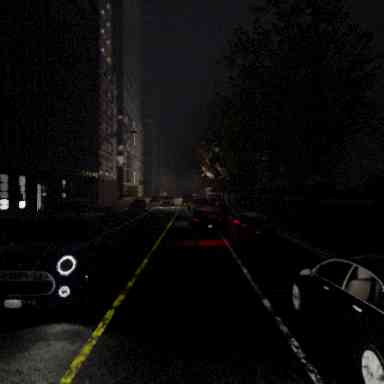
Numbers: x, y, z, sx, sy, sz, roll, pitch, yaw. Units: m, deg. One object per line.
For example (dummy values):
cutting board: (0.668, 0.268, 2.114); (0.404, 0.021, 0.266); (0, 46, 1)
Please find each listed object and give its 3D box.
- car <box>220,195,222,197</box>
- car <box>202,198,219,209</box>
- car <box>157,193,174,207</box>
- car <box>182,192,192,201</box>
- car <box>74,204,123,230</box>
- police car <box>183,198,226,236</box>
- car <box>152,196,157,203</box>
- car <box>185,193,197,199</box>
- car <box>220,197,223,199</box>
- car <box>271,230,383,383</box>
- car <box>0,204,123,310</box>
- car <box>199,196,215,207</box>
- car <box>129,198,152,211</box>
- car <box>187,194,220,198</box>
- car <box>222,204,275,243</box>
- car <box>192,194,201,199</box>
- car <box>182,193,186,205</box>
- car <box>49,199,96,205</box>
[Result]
car: (2.503, 1.200, 38.055); (2.192, 1.841, 5.009); (0, 0, -2)
car: (2.354, 1.440, 43.615); (1.802, 1.307, 4.206); (0, 0, -2)
car: (-3.547, 1.311, 48.187); (1.882, 1.535, 5.008); (0, 0, -1)
car: (-1.021, 0.919, 69.355); (2.097, 1.767, 4.553); (0, 0, -2)
car: (-5.832, 1.517, 21.340); (1.947, 1.339, 4.313); (0, 0, 0)
police car: (0.729, 1.386, 18.176); (1.930, 1.638, 5.238); (0, 0, -3)
car: (-6.615, 1.352, 60.325); (1.802, 1.307, 4.206); (0, 0, -2)
car: (0.666, 1.254, 34.152); (2.097, 1.767, 4.553); (0, 0, 1)
car: (2.621, 1.492, 32.491); (1.802, 1.307, 4.206); (0, 0, -1)
car: (2.693, 1.543, 4.711); (2.008, 1.369, 4.403); (0, 0, 0)
car: (-3.100, 1.338, 8.006); (2.097, 1.767, 4.553); (0, 0, 0)
car: (2.208, 1.380, 49.172); (2.008, 1.369, 4.403); (0, 0, -2)
car: (-6.028, 1.450, 38.085); (1.947, 1.339, 4.313); (0, 0, -1)
car: (0.883, 1.278, 28.103); (2.097, 1.767, 4.553); (0, 0, 0)
car: (2.694, 1.513, 15.833); (1.887, 1.381, 4.507); (0, 0, 0)
car: (1.181, 1.176, 88.077); (2.008, 1.369, 4.403); (0, 0, -2)
car: (-0.625, 1.154, 54.361); (2.097, 1.767, 4.553); (0, 0, -2)
car: (-5.831, 1.283, 15.778); (2.192, 1.841, 5.009); (0, 0, 0)
